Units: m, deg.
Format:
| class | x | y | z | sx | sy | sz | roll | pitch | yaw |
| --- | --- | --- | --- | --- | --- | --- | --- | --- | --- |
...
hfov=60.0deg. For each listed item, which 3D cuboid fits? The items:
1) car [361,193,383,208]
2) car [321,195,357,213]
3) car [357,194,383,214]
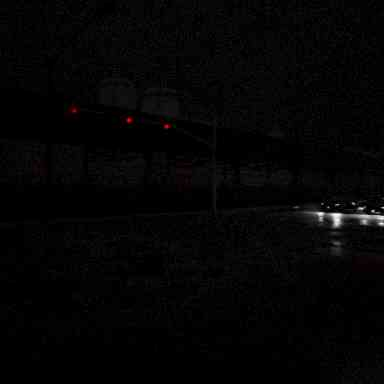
| class | x | y | z | sx | sy | sz | roll | pitch | yaw |
| --- | --- | --- | --- | --- | --- | --- | --- | --- | --- |
| car | 20.556 | 0.908 | 36.654 | 4.674 | 1.442 | 1.812 | -1 | 2 | -41 |
| car | 13.706 | 1.044 | 30.672 | 4.674 | 1.442 | 1.812 | -1 | 2 | -42 |
| car | 16.596 | 1.116 | 28.559 | 5.357 | 1.411 | 2.033 | -1 | 2 | -41 |
